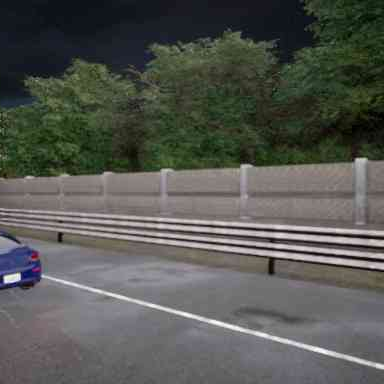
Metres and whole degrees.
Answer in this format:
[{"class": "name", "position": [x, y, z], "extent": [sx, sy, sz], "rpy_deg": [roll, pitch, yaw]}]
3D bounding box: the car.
[{"class": "car", "position": [-5.393, 1.536, 7.903], "extent": [4.674, 1.442, 1.812], "rpy_deg": [0, 0, 36]}]
